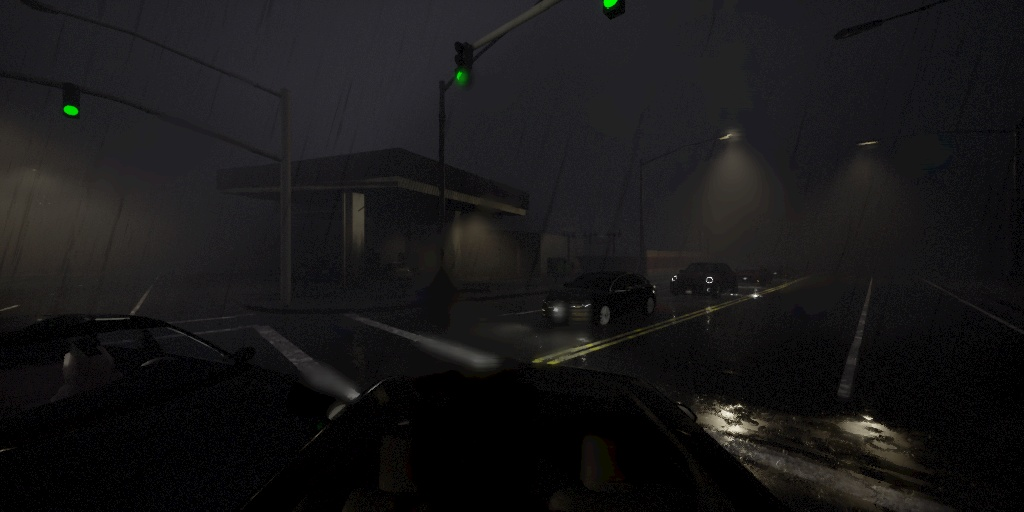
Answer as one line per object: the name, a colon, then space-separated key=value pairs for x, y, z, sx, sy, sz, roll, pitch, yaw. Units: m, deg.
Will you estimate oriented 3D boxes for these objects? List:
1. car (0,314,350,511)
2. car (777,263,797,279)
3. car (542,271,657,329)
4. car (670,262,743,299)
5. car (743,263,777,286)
car: x=-3.399 y=1.242 z=2.610 sx=4.902 sy=1.511 sz=2.128 roll=0 pitch=0 yaw=15
car: x=24.057 y=1.314 z=32.203 sx=4.181 sy=1.385 sz=1.994 roll=0 pitch=0 yaw=-44
car: x=2.980 y=1.255 z=11.573 sx=4.892 sy=1.490 sz=1.837 roll=0 pitch=0 yaw=-45
car: x=9.877 y=1.102 z=18.360 sx=4.553 sy=1.767 sz=2.097 roll=0 pitch=0 yaw=-44
car: x=16.863 y=1.314 z=25.211 sx=1.994 sy=1.385 sz=4.181 roll=0 pitch=0 yaw=45
